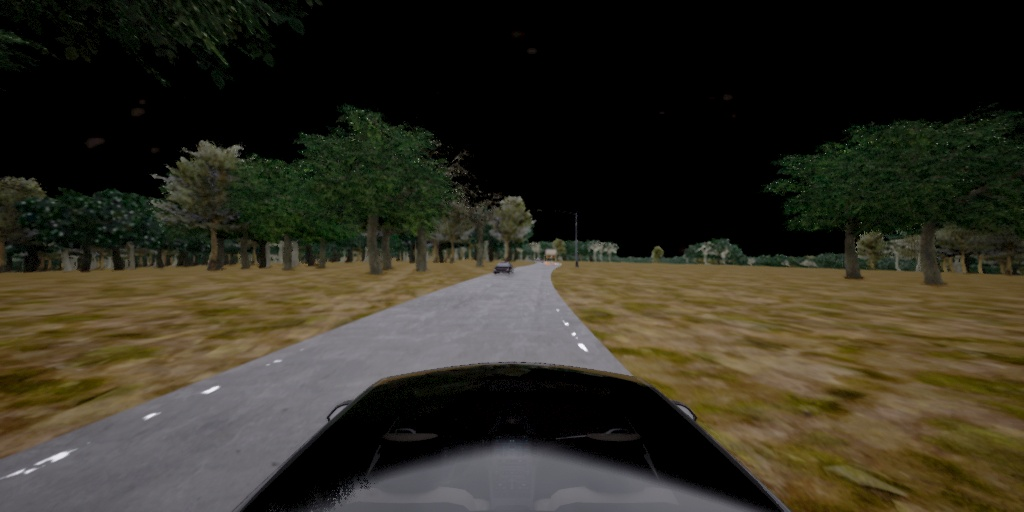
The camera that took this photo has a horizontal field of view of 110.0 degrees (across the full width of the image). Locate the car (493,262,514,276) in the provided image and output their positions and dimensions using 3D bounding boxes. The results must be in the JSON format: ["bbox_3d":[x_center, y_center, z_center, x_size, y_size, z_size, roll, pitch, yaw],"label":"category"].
[{"bbox_3d":[-0.845,1.364,39.652,2.033,1.411,5.357,0,0,7],"label":"car"}]
